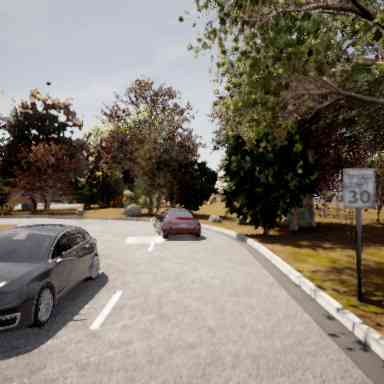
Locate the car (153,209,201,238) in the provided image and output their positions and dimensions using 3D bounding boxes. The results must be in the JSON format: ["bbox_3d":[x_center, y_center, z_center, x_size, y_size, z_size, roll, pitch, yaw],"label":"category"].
[{"bbox_3d":[-0.892,1.577,17.946,1.994,1.385,4.181,0,0,-13],"label":"car"}]

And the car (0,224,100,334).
[{"bbox_3d":[-3.352,1.508,7.032,1.837,1.490,4.892,0,0,0],"label":"car"}]
